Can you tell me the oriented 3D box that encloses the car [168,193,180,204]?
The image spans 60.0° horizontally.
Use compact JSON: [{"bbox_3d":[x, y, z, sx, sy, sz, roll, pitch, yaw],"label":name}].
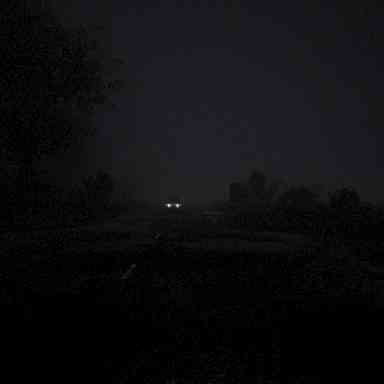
[{"bbox_3d":[-3.499,1.220,64.785,2.150,2.045,5.566,0,0,0],"label":"car"}]
